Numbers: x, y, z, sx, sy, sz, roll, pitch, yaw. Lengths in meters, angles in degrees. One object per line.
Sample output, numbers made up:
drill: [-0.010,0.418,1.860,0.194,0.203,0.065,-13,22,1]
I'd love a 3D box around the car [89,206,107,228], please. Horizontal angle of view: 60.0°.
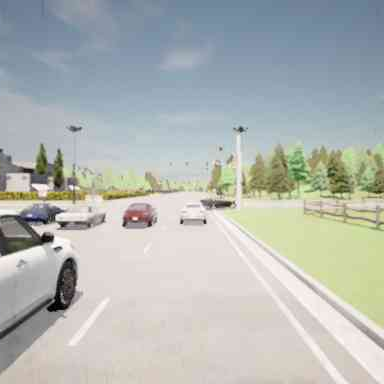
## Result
car: [-6.901,1.508,21.322,1.895,1.301,4.718,0,0,0]

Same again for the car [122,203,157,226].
car: [-3.399,1.429,22.135,1.812,1.442,4.674,0,0,0]

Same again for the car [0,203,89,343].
car: [-3.400,1.201,4.513,2.150,2.045,5.566,0,0,0]

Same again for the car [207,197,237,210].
car: [3.166,1.319,39.353,4.902,1.511,2.128,0,-1,-37]

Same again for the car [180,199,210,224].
car: [0.091,1.421,23.955,1.812,1.442,4.674,0,0,0]

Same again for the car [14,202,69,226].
car: [-10.401,1.462,23.337,1.994,1.385,4.181,0,0,0]
